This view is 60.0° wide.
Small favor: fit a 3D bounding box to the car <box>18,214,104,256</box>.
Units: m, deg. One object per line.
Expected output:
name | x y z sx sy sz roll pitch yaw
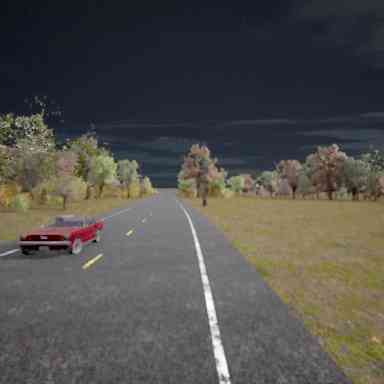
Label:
car | -5.006 1.588 13.362 1.895 1.301 4.718 0 0 -1
